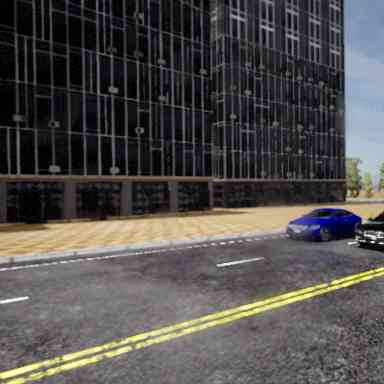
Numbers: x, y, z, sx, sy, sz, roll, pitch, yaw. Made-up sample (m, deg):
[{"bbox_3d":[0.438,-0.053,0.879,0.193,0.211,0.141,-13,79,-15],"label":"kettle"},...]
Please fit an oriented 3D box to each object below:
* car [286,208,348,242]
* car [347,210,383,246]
[{"bbox_3d":[6.673,1.511,16.432,4.674,1.442,1.812,0,0,-35],"label":"car"},{"bbox_3d":[8.827,1.490,13.977,4.892,1.490,1.837,0,0,-35],"label":"car"}]
